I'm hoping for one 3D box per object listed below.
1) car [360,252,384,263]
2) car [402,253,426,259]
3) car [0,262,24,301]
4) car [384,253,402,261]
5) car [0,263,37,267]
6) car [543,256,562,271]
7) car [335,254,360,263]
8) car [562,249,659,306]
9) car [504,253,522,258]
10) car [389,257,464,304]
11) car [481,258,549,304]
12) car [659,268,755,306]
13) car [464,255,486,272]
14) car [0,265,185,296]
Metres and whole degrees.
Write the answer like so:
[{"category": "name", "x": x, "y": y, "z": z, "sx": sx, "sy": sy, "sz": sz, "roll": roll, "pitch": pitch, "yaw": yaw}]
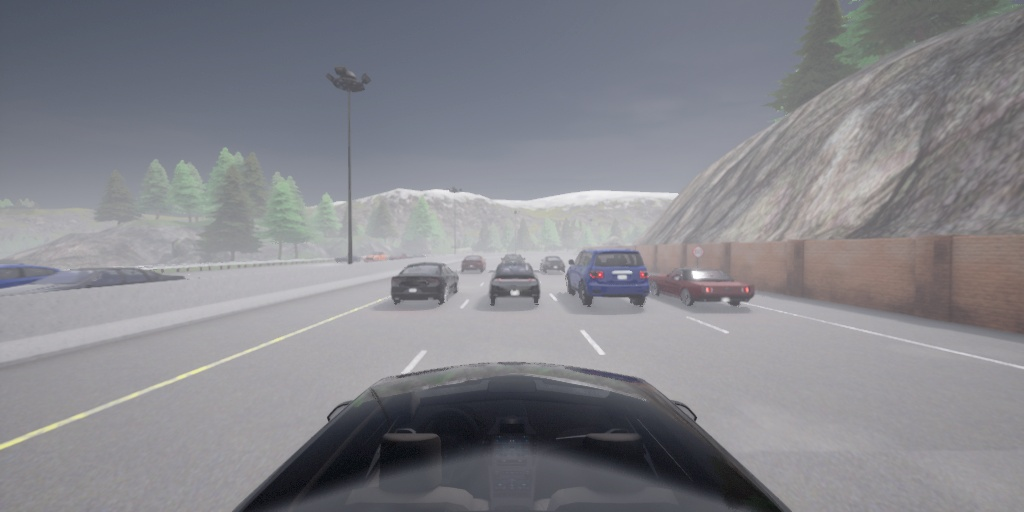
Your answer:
[{"category": "car", "x": -20.934, "y": 0.106, "z": 54.980, "sx": 2.097, "sy": 1.767, "sz": 4.553, "roll": 0, "pitch": 1, "yaw": 2}, {"category": "car", "x": -14.069, "y": 0.339, "z": 52.959, "sx": 2.033, "sy": 1.411, "sz": 5.357, "roll": 0, "pitch": 1, "yaw": 0}, {"category": "car", "x": -21.100, "y": 1.055, "z": 12.360, "sx": 1.837, "sy": 1.490, "sz": 4.892, "roll": 0, "pitch": 1, "yaw": 0}, {"category": "car", "x": -17.435, "y": 0.226, "z": 55.233, "sx": 1.882, "sy": 1.535, "sz": 5.008, "roll": 0, "pitch": 1, "yaw": 2}, {"category": "car", "x": -17.599, "y": 1.034, "z": 12.062, "sx": 1.882, "sy": 1.535, "sz": 5.008, "roll": 0, "pitch": 1, "yaw": 0}, {"category": "car", "x": 3.600, "y": 0.709, "z": 31.995, "sx": 1.812, "sy": 1.442, "sz": 4.674, "roll": 0, "pitch": 1, "yaw": 0}, {"category": "car", "x": -24.500, "y": 0.381, "z": 53.566, "sx": 1.895, "sy": 1.301, "sz": 4.718, "roll": 0, "pitch": 1, "yaw": 1}, {"category": "car", "x": 3.601, "y": 0.734, "z": 14.386, "sx": 2.150, "sy": 2.045, "sz": 5.566, "roll": 0, "pitch": 1, "yaw": 0}, {"category": "car", "x": 0.100, "y": 0.560, "z": 30.678, "sx": 2.097, "sy": 1.767, "sz": 4.553, "roll": 0, "pitch": 1, "yaw": 0}, {"category": "car", "x": -3.400, "y": 0.983, "z": 14.772, "sx": 1.882, "sy": 1.535, "sz": 5.008, "roll": 0, "pitch": 1, "yaw": 0}, {"category": "car", "x": 0.100, "y": 1.000, "z": 14.610, "sx": 2.128, "sy": 1.511, "sz": 4.902, "roll": 0, "pitch": 1, "yaw": 0}, {"category": "car", "x": 7.101, "y": 1.118, "z": 14.123, "sx": 1.895, "sy": 1.301, "sz": 4.718, "roll": 0, "pitch": 1, "yaw": 0}, {"category": "car", "x": -3.400, "y": 0.651, "z": 32.522, "sx": 1.882, "sy": 1.535, "sz": 5.008, "roll": 0, "pitch": 1, "yaw": 0}, {"category": "car", "x": -14.100, "y": 1.101, "z": 12.196, "sx": 2.033, "sy": 1.411, "sz": 5.357, "roll": 0, "pitch": 1, "yaw": 0}]
